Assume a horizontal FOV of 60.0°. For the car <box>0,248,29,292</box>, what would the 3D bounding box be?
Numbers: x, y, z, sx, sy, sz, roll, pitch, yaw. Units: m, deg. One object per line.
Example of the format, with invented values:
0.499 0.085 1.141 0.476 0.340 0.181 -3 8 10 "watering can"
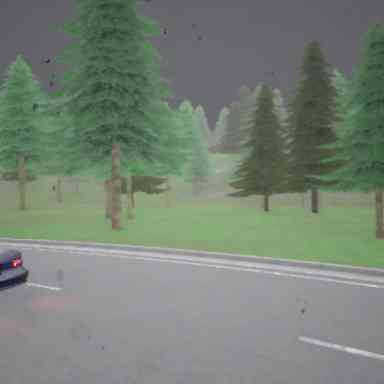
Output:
-6.132 1.526 7.155 5.357 1.411 2.033 0 1 21 "car"
